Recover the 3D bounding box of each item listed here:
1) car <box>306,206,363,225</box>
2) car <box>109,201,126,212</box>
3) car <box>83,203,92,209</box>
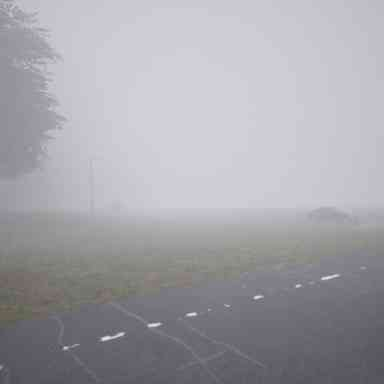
[{"bbox_3d":[11.967,1.900,28.214,1.812,1.442,4.674,-3,0,-35],"label":"car"},{"bbox_3d":[-15.094,2.931,67.320,2.150,2.045,5.566,-3,0,-30],"label":"car"},{"bbox_3d":[-28.291,3.911,90.889,1.837,1.490,4.892,-3,0,-32],"label":"car"}]
